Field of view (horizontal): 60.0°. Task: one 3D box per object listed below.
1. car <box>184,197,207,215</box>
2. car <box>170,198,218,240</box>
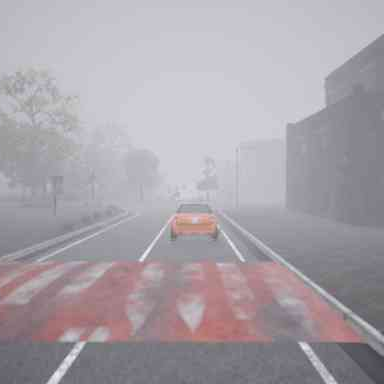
[{"bbox_3d":[0.452,1.308,32.796,2.033,1.411,5.357,0,0,4],"label":"car"},{"bbox_3d":[0.105,1.241,16.322,2.097,1.767,4.553,0,0,0],"label":"car"}]
